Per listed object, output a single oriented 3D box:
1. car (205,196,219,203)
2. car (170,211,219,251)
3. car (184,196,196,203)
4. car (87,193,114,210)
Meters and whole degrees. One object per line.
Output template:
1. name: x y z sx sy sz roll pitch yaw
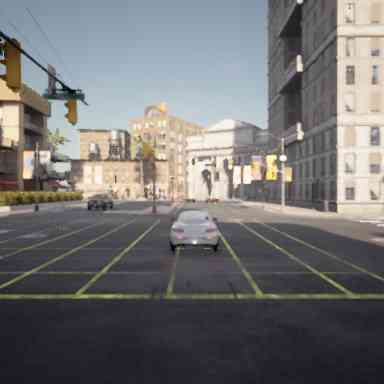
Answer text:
1. car: 4.180 1.560 68.081 1.895 1.301 4.718 0 0 20
2. car: 0.096 1.522 14.043 1.812 1.442 4.674 0 0 0
3. car: -0.405 1.561 68.054 1.895 1.301 4.718 0 0 -8
4. car: -11.516 1.210 42.308 2.150 2.045 5.566 0 0 0
